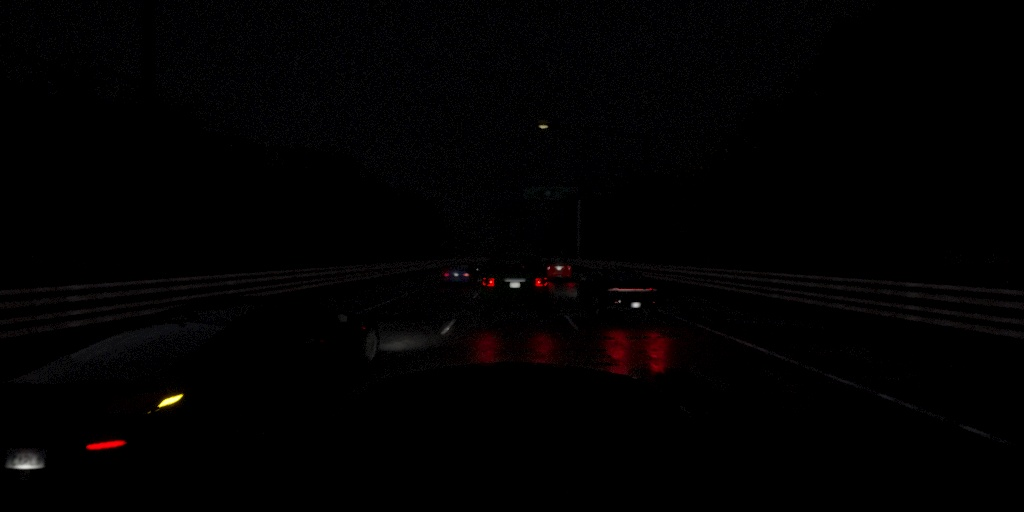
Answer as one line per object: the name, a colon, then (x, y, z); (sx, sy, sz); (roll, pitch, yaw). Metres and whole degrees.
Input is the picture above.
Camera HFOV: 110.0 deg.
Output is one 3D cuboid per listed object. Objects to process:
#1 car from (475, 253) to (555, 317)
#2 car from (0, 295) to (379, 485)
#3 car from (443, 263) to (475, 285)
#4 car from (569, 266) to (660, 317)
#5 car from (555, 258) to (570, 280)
car: (0.095, 0.917, 13.092); (2.150, 2.045, 5.566); (0, 0, 0)
car: (-3.439, 1.260, 4.862); (1.812, 1.442, 4.674); (0, 0, 1)
car: (-3.412, 1.192, 24.531); (2.033, 1.411, 5.357); (0, 0, 0)
car: (3.592, 1.189, 12.796); (2.128, 1.511, 4.902); (0, 0, 0)
car: (3.595, 0.977, 29.279); (2.097, 1.767, 4.553); (0, 0, 0)
